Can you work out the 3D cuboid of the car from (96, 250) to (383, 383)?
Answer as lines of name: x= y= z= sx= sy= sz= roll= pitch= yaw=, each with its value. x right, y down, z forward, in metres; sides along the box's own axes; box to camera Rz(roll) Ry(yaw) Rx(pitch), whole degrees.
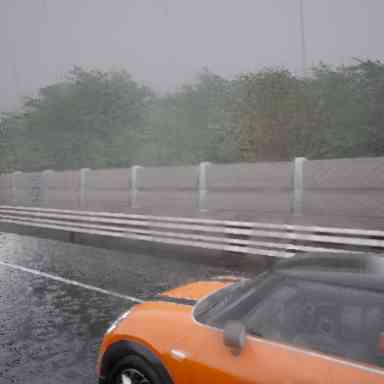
car: x=1.227 y=1.351 z=2.987 sx=4.553 sy=1.767 sz=2.097 roll=0 pitch=0 yaw=36
